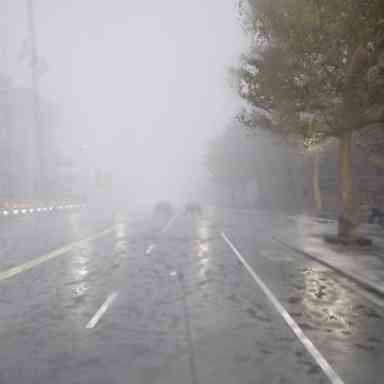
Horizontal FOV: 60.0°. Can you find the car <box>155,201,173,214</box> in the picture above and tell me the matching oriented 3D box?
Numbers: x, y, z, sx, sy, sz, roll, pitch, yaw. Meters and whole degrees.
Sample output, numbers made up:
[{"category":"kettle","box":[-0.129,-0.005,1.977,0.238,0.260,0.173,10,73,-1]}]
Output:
[{"category":"car","box":[-3.406,1.869,40.439,1.837,1.490,4.892,0,-1,0]}]

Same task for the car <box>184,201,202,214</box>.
[{"category":"car","box":[0.093,1.877,40.952,1.837,1.490,4.892,0,0,0]}]
